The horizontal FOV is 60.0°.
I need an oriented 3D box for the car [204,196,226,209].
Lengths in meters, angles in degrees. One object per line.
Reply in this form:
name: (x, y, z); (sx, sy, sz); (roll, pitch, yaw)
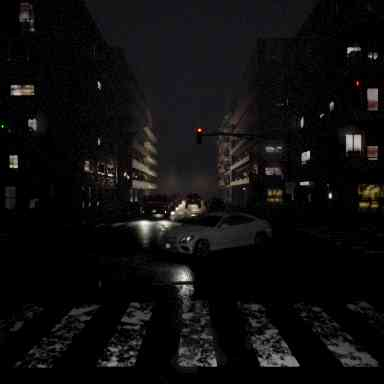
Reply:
car: (2.736, 1.448, 37.829); (1.967, 1.590, 4.097); (0, 0, 0)

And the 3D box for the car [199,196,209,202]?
car: (2.784, 1.584, 77.605); (2.008, 1.369, 4.403); (0, 0, 0)

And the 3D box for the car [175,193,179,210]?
car: (-3.048, 1.361, 40.038); (2.097, 1.767, 4.553); (0, 0, 0)

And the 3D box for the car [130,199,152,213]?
car: (-5.645, 1.533, 37.667); (1.752, 1.417, 4.829); (0, 0, 0)

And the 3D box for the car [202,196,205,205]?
car: (2.743, 1.451, 43.511); (1.967, 1.590, 4.097); (0, 0, 0)

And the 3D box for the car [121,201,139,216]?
car: (-5.651, 1.572, 32.154); (1.947, 1.339, 4.313); (0, 0, 0)

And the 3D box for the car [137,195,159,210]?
car: (-5.638, 1.326, 43.519); (2.192, 1.841, 5.009); (0, 0, 0)

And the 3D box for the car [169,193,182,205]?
car: (-2.968, 1.242, 60.497); (2.150, 2.045, 5.566); (0, 0, 1)

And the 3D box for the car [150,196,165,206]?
car: (-5.624, 1.457, 54.884); (1.967, 1.590, 4.097); (0, 0, 0)

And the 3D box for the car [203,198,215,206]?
car: (2.757, 1.598, 54.876); (1.802, 1.307, 4.206); (0, 0, 0)

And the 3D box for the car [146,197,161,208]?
car: (-5.631, 1.539, 49.032); (1.752, 1.417, 4.829); (0, 0, 0)

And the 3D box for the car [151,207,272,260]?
car: (1.044, 1.484, 12.532); (4.674, 1.442, 1.812); (-1, -1, -37)

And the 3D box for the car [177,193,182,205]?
car: (-3.028, 1.366, 49.937); (2.097, 1.767, 4.553); (0, 0, 0)

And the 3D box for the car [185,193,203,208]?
car: (0.162, 1.233, 48.781); (2.150, 2.045, 5.566); (0, 0, 0)

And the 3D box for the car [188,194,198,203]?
car: (0.187, 1.377, 69.291); (2.097, 1.767, 4.553); (0, 0, 0)

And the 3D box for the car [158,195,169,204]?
car: (-5.610, 1.464, 66.250); (1.967, 1.590, 4.097); (0, 0, 0)

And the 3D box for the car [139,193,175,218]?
car: (-3.081, 1.227, 30.126); (2.150, 2.045, 5.566); (0, 0, 1)
